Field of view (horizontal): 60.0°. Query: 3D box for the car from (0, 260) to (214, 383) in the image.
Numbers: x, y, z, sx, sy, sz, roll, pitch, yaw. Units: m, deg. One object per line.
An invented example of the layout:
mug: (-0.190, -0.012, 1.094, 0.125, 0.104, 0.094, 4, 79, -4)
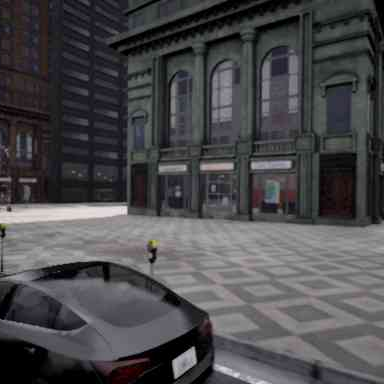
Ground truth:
car: (-1.757, 1.566, 4.206, 4.313, 1.339, 1.947, 0, 1, 36)
